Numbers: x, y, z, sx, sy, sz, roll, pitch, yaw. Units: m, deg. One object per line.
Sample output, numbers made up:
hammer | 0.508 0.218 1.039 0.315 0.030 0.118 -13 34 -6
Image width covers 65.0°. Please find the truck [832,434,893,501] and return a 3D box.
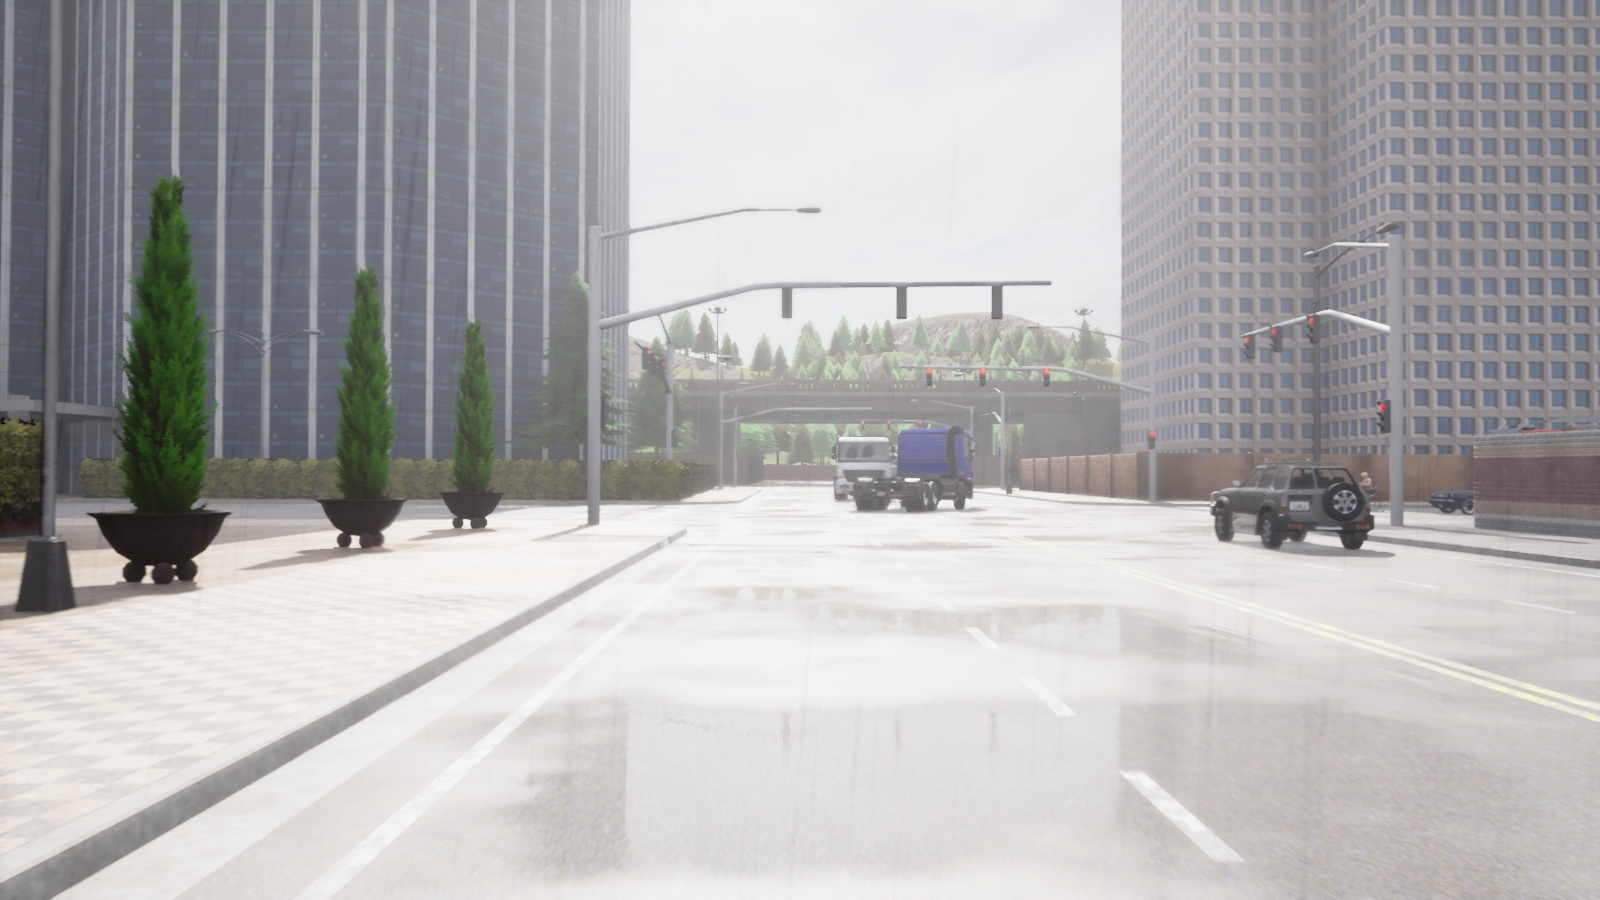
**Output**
truck | 3.329 0.974 68.982 2.891 3.462 7.936 0 -1 0

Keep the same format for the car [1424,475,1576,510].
car | 26.778 1.614 48.142 4.718 1.301 1.895 0 -1 0

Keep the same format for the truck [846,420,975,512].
truck | 4.662 0.671 51.194 2.891 3.462 7.936 -1 -1 23

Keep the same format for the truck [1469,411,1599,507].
truck | 32.558 0.384 51.625 8.468 3.827 2.891 0 -1 0

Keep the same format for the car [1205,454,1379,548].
car | 10.432 1.042 27.023 1.932 1.855 4.605 0 -1 0
